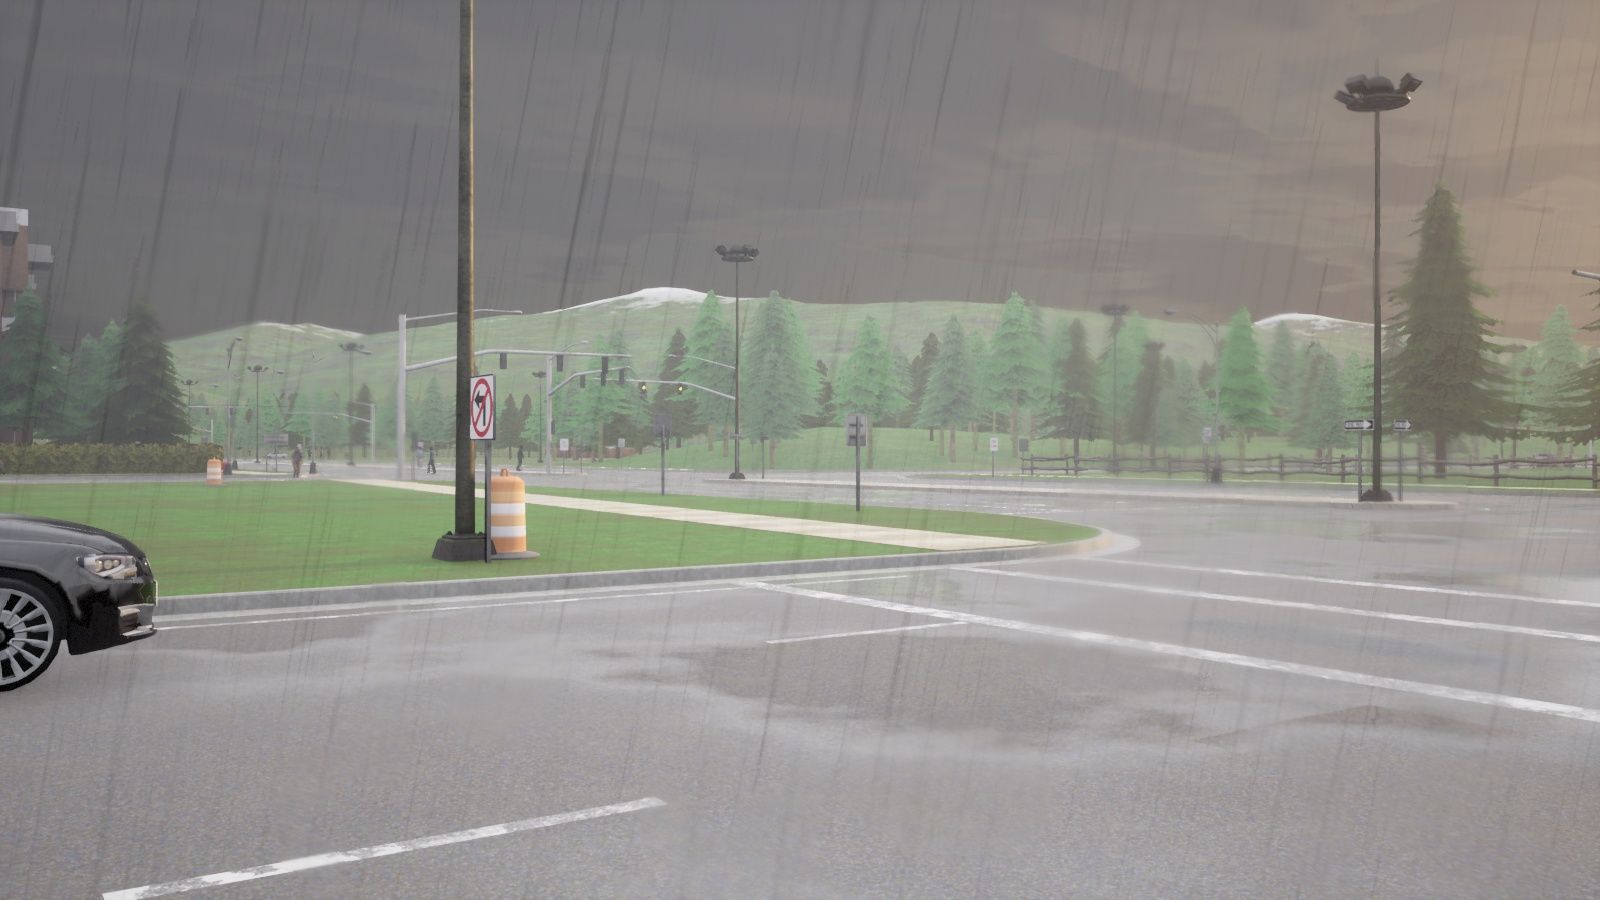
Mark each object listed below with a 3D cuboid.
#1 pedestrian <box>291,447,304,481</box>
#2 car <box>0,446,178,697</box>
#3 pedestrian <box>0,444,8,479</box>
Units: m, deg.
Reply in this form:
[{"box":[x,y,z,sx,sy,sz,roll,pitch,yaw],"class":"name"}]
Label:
[{"box":[-27.680,0.765,69.173,0.540,1.848,0.694,0,0,-32],"class":"pedestrian"},{"box":[-6.631,0.734,7.573,4.902,1.511,2.128,0,0,-35],"class":"car"},{"box":[-44.424,0.638,69.582,0.873,1.952,0.659,0,0,-34],"class":"pedestrian"}]
